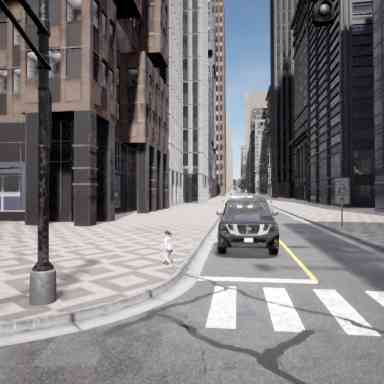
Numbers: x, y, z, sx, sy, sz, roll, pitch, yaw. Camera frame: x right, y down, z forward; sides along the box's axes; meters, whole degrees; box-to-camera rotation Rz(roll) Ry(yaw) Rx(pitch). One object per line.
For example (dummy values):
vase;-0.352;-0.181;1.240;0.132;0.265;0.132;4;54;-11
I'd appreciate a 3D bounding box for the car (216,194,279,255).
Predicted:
car;2.265;1.264;13.890;2.150;2.045;5.566;0;0;8

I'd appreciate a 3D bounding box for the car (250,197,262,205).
car;11.852;1.646;61.497;1.895;1.301;4.718;0;0;7

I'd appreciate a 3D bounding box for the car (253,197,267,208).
car;10.539;1.565;51.649;1.837;1.490;4.892;0;0;7

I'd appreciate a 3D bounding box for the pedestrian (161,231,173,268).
pedestrian;-0.640;1.564;9.443;0.500;1.100;0.500;0;-1;8
